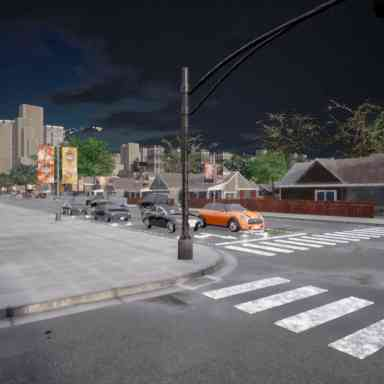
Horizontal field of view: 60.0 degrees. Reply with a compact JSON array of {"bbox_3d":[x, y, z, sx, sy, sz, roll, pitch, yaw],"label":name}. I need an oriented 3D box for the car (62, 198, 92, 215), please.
[{"bbox_3d":[-13.105,1.730,37.033,1.837,1.490,4.892,0,0,-35],"label":"car"}]

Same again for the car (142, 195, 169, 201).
[{"bbox_3d":[-4.912,1.442,42.681,2.150,2.045,5.566,0,0,-35],"label":"car"}]

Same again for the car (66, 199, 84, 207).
[{"bbox_3d":[-21.141,1.956,59.872,1.895,1.301,4.718,0,0,-35],"label":"car"}]

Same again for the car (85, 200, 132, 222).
[{"bbox_3d":[-7.092,1.710,28.556,2.033,1.411,5.357,0,0,-36],"label":"car"}]

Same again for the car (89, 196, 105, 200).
[{"bbox_3d":[-13.706,1.761,49.417,1.882,1.535,5.008,0,-1,-35],"label":"car"}]

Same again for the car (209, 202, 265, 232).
[{"bbox_3d":[2.366,1.440,20.911,2.097,1.767,4.553,0,0,-36],"label":"car"}]

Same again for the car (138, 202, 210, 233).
[{"bbox_3d":[-1.377,1.592,20.540,2.128,1.511,4.902,0,0,-35],"label":"car"}]
